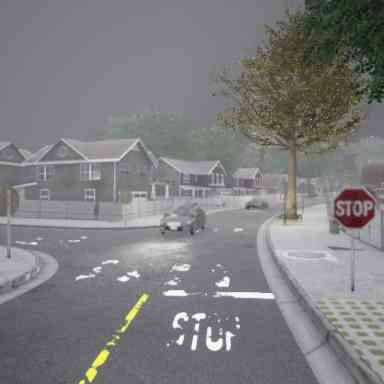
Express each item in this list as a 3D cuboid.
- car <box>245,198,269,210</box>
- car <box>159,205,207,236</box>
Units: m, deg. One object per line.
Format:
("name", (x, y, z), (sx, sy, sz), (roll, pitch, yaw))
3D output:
("car", (8.318, 1.522, 42.019), (2.033, 1.411, 5.357), (0, 0, 28))
("car", (-0.377, 1.500, 18.784), (2.128, 1.511, 4.902), (0, 0, 13))
